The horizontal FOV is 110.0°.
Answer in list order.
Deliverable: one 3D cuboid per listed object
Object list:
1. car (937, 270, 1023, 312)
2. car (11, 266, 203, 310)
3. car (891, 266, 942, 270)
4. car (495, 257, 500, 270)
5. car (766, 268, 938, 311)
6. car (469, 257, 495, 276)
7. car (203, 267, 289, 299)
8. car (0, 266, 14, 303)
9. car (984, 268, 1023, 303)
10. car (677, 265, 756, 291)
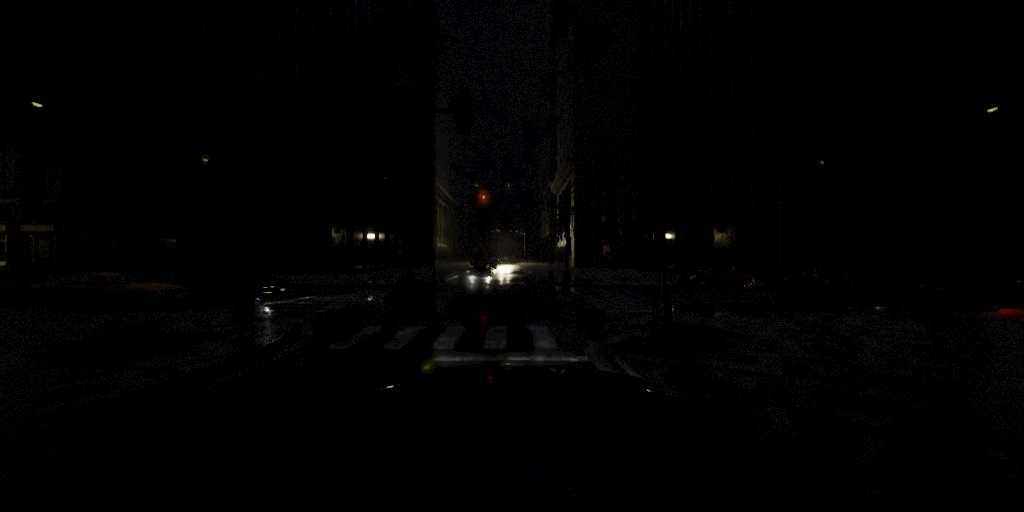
[{"bbox_3d":[17.977,1.308,13.316,4.313,1.339,1.948,0,0,0],"label":"car"},{"bbox_3d":[-14.612,1.166,13.141,4.829,1.417,1.751,0,0,0],"label":"car"},{"bbox_3d":[21.227,1.314,19.204,5.008,1.535,1.882,0,-1,0],"label":"car"},{"bbox_3d":[-3.189,1.168,52.561,1.882,1.535,5.008,0,1,0],"label":"car"},{"bbox_3d":[12.307,1.272,13.285,4.403,1.370,2.007,0,0,0],"label":"car"},{"bbox_3d":[-3.165,1.061,36.884,2.097,1.767,4.553,0,0,0],"label":"car"},{"bbox_3d":[-12.617,1.233,15.923,4.892,1.490,1.837,1,-1,0],"label":"car"},{"bbox_3d":[-20.082,1.173,13.111,4.507,1.381,1.888,0,0,0],"label":"car"},{"bbox_3d":[24.892,1.326,16.125,4.892,1.490,1.837,0,-1,0],"label":"car"},{"bbox_3d":[12.291,1.279,21.810,4.097,1.591,1.967,0,0,0],"label":"car"}]
